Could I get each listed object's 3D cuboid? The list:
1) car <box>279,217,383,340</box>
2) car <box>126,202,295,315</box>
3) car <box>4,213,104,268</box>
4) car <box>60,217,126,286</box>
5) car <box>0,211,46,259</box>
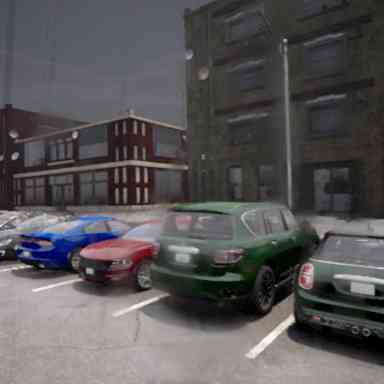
[{"bbox_3d":[3.597,1.358,6.350,2.185,1.767,4.553,-1,0,35],"label":"car"},{"bbox_3d":[1.388,1.251,8.000,2.435,2.045,5.566,-1,0,35],"label":"car"},{"bbox_3d":[-3.117,1.551,11.171,2.097,1.535,5.008,-1,0,35],"label":"car"},{"bbox_3d":[-0.868,1.525,9.579,2.097,1.535,5.008,-1,0,35],"label":"car"},{"bbox_3d":[-5.355,1.581,12.780,2.231,1.521,4.892,-1,0,35],"label":"car"}]
